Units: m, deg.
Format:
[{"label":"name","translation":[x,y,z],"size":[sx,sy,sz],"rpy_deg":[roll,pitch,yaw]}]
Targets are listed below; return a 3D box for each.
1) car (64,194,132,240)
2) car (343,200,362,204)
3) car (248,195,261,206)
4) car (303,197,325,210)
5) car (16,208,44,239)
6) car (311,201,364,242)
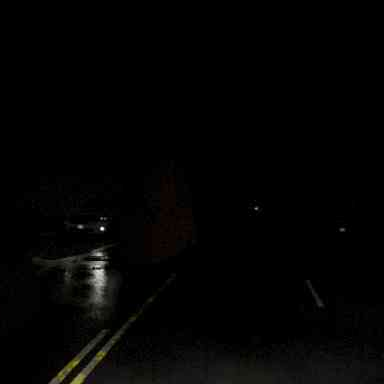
[{"label":"car","translation":[-3.965,1.112,16.746],"size":[2.150,2.045,5.566],"rpy_deg":[0,0,16]},{"label":"car","translation":[18.427,1.552,38.553],"size":[1.895,1.301,4.718],"rpy_deg":[1,0,35]},{"label":"car","translation":[10.035,1.182,51.161],"size":[2.097,1.767,4.553],"rpy_deg":[1,0,37]},{"label":"car","translation":[14.919,1.397,39.636],"size":[1.882,1.535,5.008],"rpy_deg":[1,0,34]},{"label":"car","translation":[-8.343,1.351,13.749],"size":[1.882,1.535,5.008],"rpy_deg":[0,0,14]},{"label":"car","translation":[7.159,1.451,16.527],"size":[1.882,1.535,5.008],"rpy_deg":[0,0,17]}]
